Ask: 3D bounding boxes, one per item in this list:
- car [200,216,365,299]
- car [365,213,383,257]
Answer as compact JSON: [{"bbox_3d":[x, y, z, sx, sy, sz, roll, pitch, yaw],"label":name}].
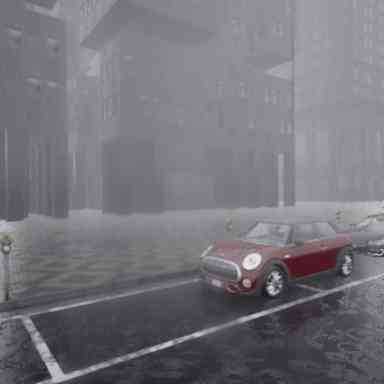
[{"bbox_3d":[2.137,1.370,8.177,4.097,1.590,1.967,-1,0,-36],"label":"car"},{"bbox_3d":[6.759,1.418,11.476,4.403,1.369,2.008,-1,0,-36],"label":"car"}]
